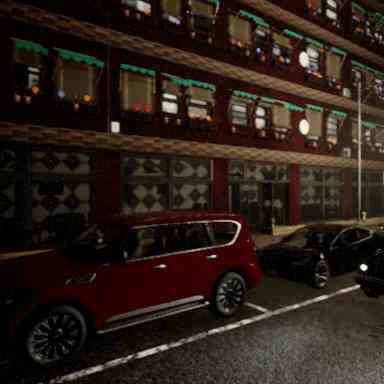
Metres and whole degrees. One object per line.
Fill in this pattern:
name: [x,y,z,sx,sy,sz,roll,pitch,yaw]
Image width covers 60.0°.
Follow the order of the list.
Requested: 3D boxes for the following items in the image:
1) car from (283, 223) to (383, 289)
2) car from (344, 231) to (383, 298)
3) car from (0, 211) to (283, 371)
car: [3.677,1.571,9.185,4.313,1.339,1.947,0,0,-35]
car: [5.630,1.607,7.365,4.718,1.301,1.895,0,0,-35]
car: [-0.962,1.316,5.877,5.009,1.841,2.192,0,0,-36]
